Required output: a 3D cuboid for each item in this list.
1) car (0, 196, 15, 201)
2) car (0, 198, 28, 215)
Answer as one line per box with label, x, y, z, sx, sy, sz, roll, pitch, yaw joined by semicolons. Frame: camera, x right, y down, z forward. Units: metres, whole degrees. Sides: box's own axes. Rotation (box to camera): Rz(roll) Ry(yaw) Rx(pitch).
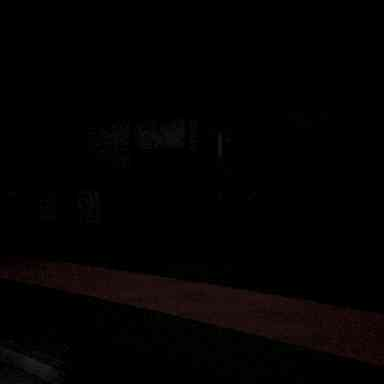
car;-16.350;1.064;26.237;2.150;2.045;5.566;0;0;23
car;-18.196;1.347;31.341;1.837;1.490;4.892;0;0;23
